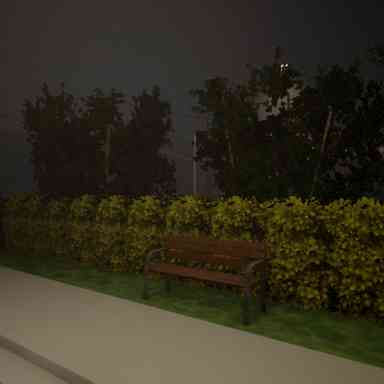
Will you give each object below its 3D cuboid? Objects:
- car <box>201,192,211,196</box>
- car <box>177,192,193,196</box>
[{"bbox_3d":[2.904,0.752,65.954,1.882,1.535,5.008,0,1,36],"label":"car"},{"bbox_3d":[-1.202,0.793,66.180,1.882,1.535,5.008,0,1,35],"label":"car"}]
